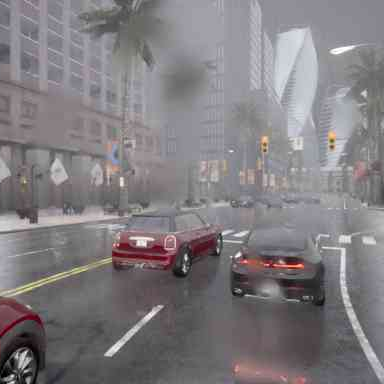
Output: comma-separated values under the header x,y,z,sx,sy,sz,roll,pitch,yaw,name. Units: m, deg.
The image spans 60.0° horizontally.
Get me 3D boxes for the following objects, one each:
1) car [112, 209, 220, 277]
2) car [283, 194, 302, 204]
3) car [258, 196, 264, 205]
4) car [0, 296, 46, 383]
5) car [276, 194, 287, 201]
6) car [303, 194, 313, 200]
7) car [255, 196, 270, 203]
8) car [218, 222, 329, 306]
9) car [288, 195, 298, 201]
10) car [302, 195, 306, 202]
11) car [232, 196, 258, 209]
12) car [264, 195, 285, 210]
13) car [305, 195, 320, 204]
x,y,z,sx,sy,sz,roll,pitch,yaw,name
-0.533,1.352,10.591,2.097,1.767,4.553,0,0,21,car
18.616,1.547,61.682,2.033,1.411,5.357,0,0,25,car
13.546,1.564,59.093,1.994,1.385,4.181,0,0,25,car
-2.960,1.352,2.123,2.097,1.767,4.553,0,0,7,car
24.019,1.354,89.180,2.185,1.767,4.553,0,0,24,car
30.770,1.383,88.115,1.882,1.535,5.008,0,0,24,car
14.795,1.513,69.282,2.161,1.482,4.786,0,0,24,car
2.251,1.505,8.224,1.837,1.490,4.892,0,0,20,car
26.140,1.451,86.330,1.882,1.535,5.008,0,0,24,car
24.129,1.355,73.566,2.097,1.767,4.553,0,0,25,car
6.900,1.352,44.697,2.097,1.767,4.553,0,0,25,car
10.621,1.505,42.867,1.837,1.490,4.892,-1,0,15,car
22.878,1.525,62.225,1.812,1.442,4.674,0,0,25,car
